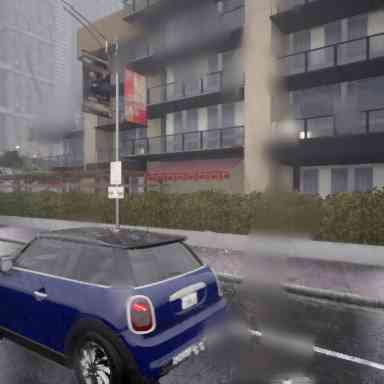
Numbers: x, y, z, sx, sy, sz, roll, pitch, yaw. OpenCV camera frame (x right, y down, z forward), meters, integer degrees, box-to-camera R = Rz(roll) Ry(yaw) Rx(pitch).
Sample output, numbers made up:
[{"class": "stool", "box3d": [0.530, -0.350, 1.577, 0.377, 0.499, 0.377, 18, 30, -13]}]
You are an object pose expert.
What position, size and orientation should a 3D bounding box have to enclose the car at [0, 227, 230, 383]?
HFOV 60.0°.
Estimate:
[{"class": "car", "box3d": [-1.765, 1.351, 5.295, 4.553, 1.767, 2.097, 0, 0, 35]}]
